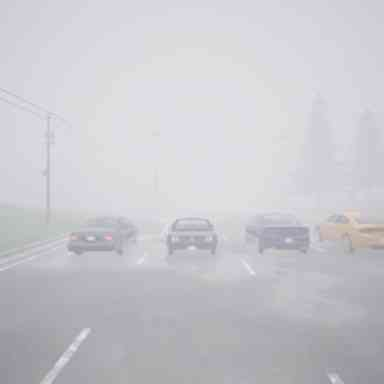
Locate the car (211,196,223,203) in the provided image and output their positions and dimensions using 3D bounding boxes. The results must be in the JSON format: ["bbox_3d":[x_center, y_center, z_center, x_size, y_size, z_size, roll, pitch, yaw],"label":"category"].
[{"bbox_3d":[7.025,2.384,92.179,1.812,1.442,4.674,0,-1,0],"label":"car"}]

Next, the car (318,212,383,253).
[{"bbox_3d":[7.008,1.615,14.488,1.882,1.535,5.008,0,0,0],"label":"car"}]

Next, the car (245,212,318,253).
[{"bbox_3d":[3.508,1.615,14.476,1.882,1.535,5.008,0,0,0],"label":"car"}]

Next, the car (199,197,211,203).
[{"bbox_3d":[3.525,2.357,92.470,1.837,1.490,4.892,0,-1,0],"label":"car"}]

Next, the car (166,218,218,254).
[{"bbox_3d":[0.005,1.734,14.109,1.895,1.301,4.718,0,0,0],"label":"car"}]

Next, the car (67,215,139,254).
[{"bbox_3d":[-3.496,1.680,13.994,2.033,1.411,5.357,0,-1,0],"label":"car"}]

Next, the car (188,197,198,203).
[{"bbox_3d":[0.025,2.403,92.353,1.994,1.385,4.181,0,-1,0],"label":"car"}]

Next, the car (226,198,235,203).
[{"bbox_3d":[10.524,2.339,91.790,1.837,1.490,4.892,0,-1,0],"label":"car"}]
